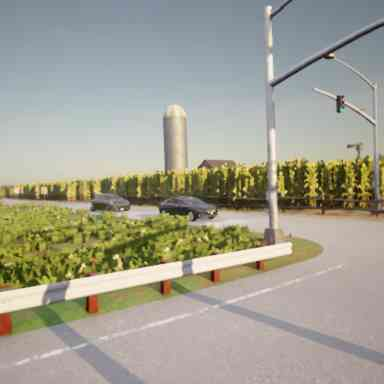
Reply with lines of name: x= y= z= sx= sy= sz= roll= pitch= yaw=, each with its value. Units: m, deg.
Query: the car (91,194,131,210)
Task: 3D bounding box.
car: x=-7.569 y=0.958 z=30.778 sx=2.097 sy=1.767 sz=4.553 roll=-4 pitch=2 yaw=-40

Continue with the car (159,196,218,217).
car: x=-0.356 y=1.067 z=22.293 sx=1.837 sy=1.490 sz=4.892 roll=-4 pitch=2 yaw=-40
